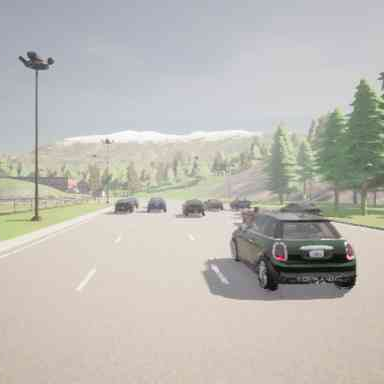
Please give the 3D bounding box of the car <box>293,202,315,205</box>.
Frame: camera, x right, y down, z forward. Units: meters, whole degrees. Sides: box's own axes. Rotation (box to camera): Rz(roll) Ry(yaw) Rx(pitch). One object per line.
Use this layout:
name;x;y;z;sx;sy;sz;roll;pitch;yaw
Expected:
car;7.960;1.504;24.794;1.837;1.490;4.892;0;0;-6

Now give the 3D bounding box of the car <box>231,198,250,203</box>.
car;6.102;1.490;42.093;2.128;1.511;4.902;0;0;-6

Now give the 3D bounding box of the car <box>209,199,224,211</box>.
car;2.646;1.547;41.487;2.033;1.411;5.357;0;0;-6

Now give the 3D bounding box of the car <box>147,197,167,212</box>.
car;-4.021;1.352;38.004;2.097;1.767;4.553;0;0;-7

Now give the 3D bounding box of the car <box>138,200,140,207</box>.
car;-8.552;1.525;47.367;1.812;1.442;4.674;0;0;-6

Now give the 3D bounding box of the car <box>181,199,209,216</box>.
car;0.098;1.503;32.470;1.837;1.490;4.892;0;0;-6

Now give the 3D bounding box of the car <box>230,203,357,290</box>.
car;2.506;1.353;9.311;2.097;1.767;4.553;0;0;-5

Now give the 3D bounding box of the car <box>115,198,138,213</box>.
car;-7.425;1.477;36.955;1.882;1.535;5.008;0;0;-6

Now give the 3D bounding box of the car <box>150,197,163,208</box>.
car;-5.095;1.525;47.883;1.812;1.442;4.674;0;0;-7
